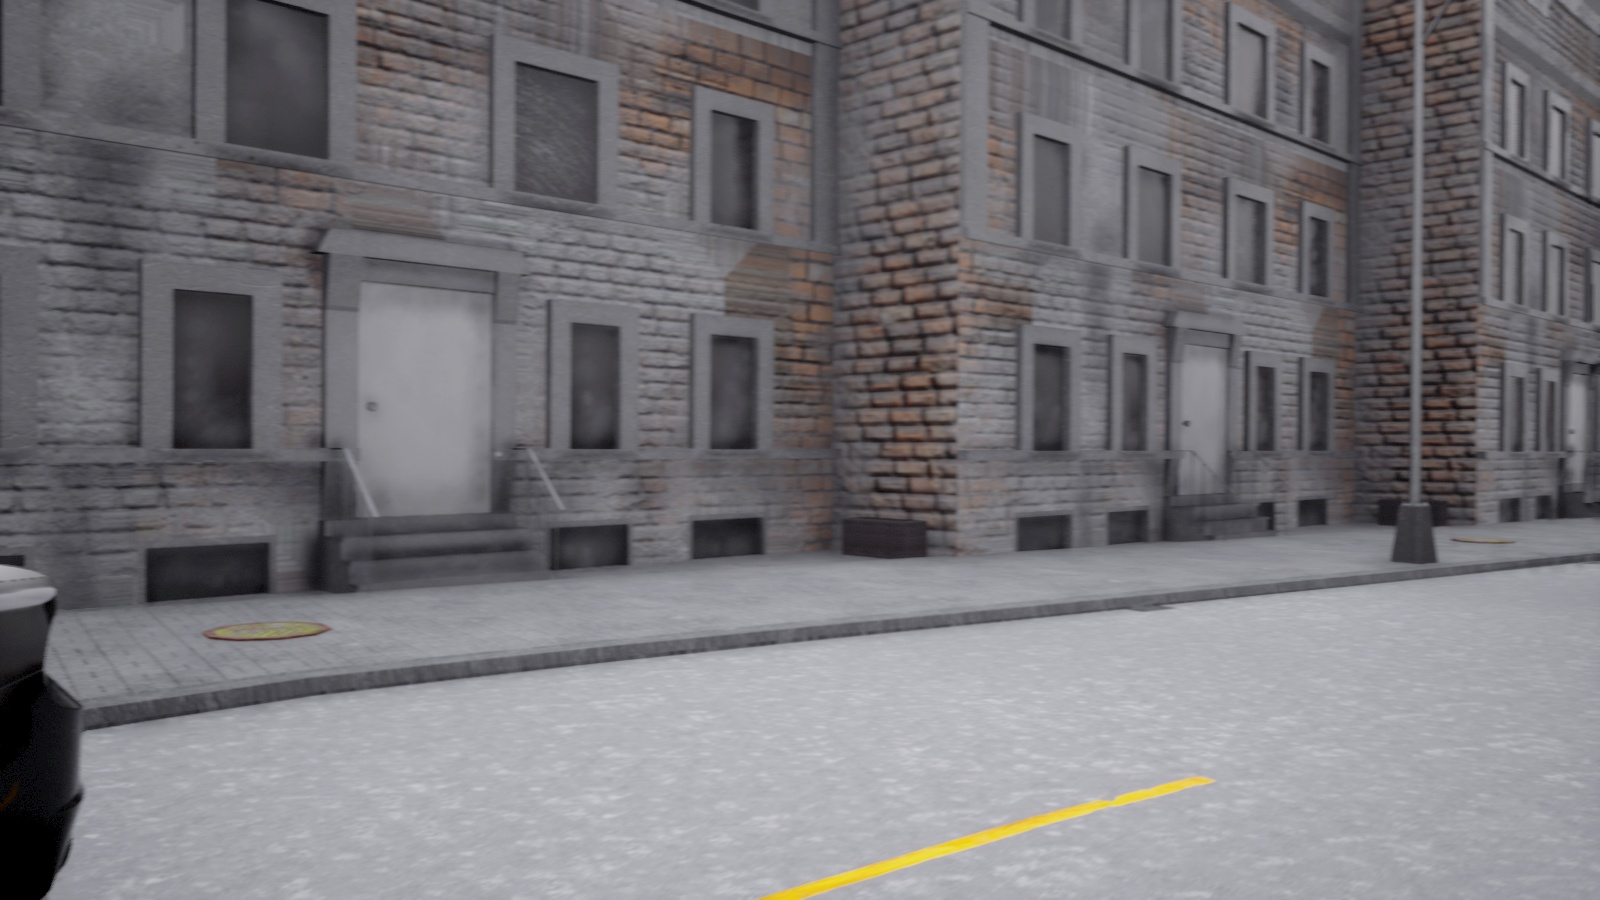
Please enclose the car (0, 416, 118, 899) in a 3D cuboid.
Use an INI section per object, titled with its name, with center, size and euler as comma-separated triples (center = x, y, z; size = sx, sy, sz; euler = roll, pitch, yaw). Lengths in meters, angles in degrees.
[car]
center = -3.755, 0.684, 1.515
size = 1.882, 1.535, 5.008
euler = 0, 0, 25
